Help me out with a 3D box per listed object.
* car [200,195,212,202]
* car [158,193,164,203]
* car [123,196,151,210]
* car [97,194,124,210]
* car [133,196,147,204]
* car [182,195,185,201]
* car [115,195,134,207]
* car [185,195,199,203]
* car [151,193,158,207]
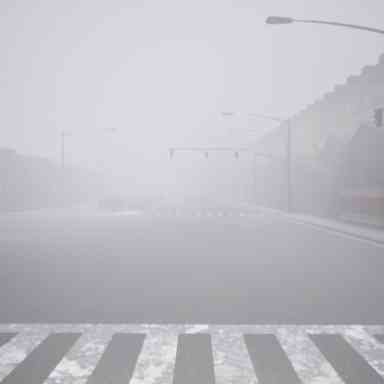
[{"bbox_3d":[3.415,1.590,74.059,1.994,1.385,4.181,0,0,-3],"label":"car"},{"bbox_3d":[-7.050,1.262,68.854,2.150,2.045,5.566,0,0,0],"label":"car"},{"bbox_3d":[-7.109,1.517,43.651,2.128,1.511,4.902,0,0,0],"label":"car"},{"bbox_3d":[-10.596,1.247,43.403,2.150,2.045,5.566,0,0,2],"label":"car"},{"bbox_3d":[-10.552,1.532,68.012,2.128,1.511,4.902,0,0,0],"label":"car"},{"bbox_3d":[-1.238,1.420,82.826,1.837,1.490,4.892,0,0,-17],"label":"car"},{"bbox_3d":[-10.607,1.384,52.934,2.097,1.767,4.553,0,0,0],"label":"car"},{"bbox_3d":[-0.070,1.532,72.735,1.837,1.490,4.892,0,0,-3],"label":"car"},{"bbox_3d":[-7.113,1.383,52.597,2.097,1.767,4.553,0,0,0],"label":"car"}]
